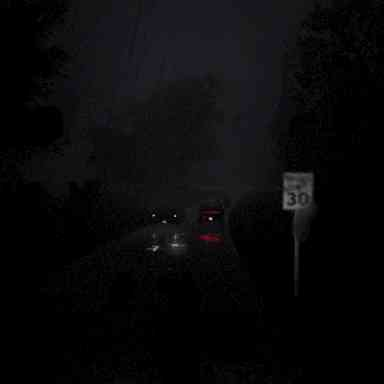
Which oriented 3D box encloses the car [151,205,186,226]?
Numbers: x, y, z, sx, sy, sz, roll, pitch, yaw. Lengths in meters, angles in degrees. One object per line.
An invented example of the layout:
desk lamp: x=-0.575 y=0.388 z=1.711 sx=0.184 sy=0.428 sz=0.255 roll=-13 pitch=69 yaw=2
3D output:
car: x=-1.583 y=1.620 z=23.849 sx=1.895 sy=1.301 sz=4.718 roll=1 pitch=1 yaw=6

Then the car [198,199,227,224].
car: x=1.522 y=1.541 z=25.112 sx=1.837 sy=1.490 sz=4.892 roll=0 pitch=1 yaw=6

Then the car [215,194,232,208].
car: x=3.915 y=1.025 z=42.350 sx=2.097 sy=1.767 sz=4.553 roll=1 pitch=2 yaw=9
